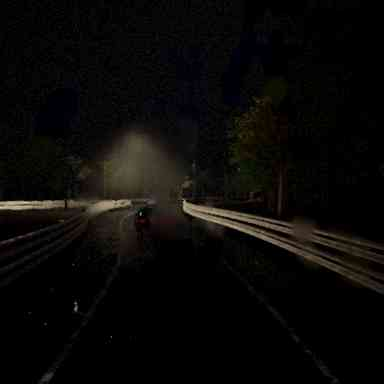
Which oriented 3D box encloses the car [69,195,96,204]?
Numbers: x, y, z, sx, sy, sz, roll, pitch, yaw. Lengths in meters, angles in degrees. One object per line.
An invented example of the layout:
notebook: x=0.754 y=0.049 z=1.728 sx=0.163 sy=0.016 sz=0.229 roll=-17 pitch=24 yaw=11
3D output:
car: x=-17.074 y=1.416 z=53.425 sx=2.150 sy=2.045 sz=5.566 roll=-1 pitch=-1 yaw=32

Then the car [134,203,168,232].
car: x=-2.797 y=1.744 z=22.026 sx=2.033 sy=1.411 sz=5.357 roll=0 pitch=0 yaw=-12

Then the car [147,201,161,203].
car: x=-5.029 y=1.809 z=43.719 sx=1.994 sy=1.385 sz=4.181 roll=-1 pitch=0 yaw=1

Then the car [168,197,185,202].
car: x=-3.419 y=1.855 z=75.092 sx=1.882 sy=1.535 sz=5.008 roll=-1 pitch=-1 yaw=32
